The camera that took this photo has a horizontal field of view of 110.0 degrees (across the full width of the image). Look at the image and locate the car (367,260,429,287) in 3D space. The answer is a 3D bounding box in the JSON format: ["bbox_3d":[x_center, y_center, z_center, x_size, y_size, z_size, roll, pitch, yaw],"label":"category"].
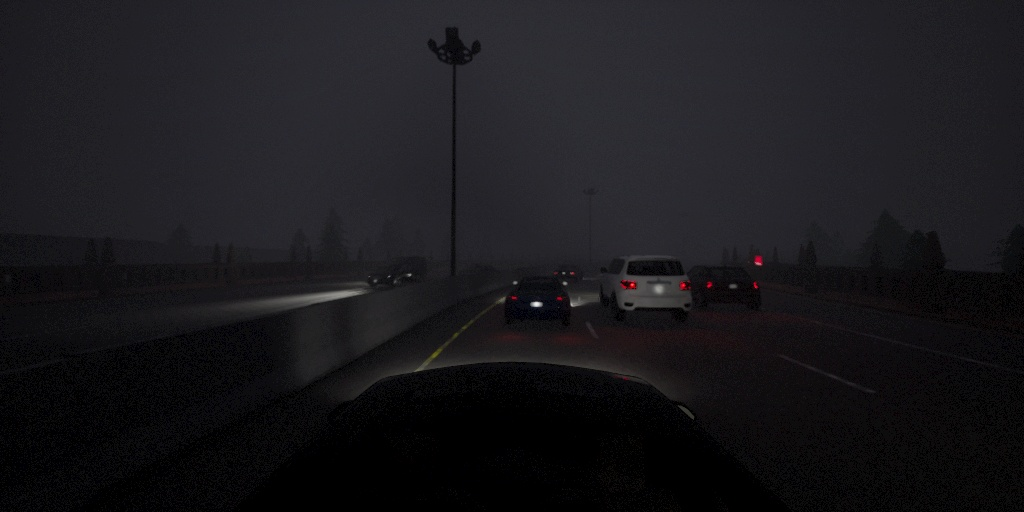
[{"bbox_3d":[-7.745,1.263,24.217,2.128,1.511,4.902,0,0,14],"label":"car"}]

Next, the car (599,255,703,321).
[{"bbox_3d":[4.479,0.997,12.764,2.150,2.045,5.566,0,0,7],"label":"car"}]

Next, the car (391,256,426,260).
[{"bbox_3d":[-9.456,1.011,31.449,2.150,2.045,5.566,0,0,18],"label":"car"}]

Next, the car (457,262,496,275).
[{"bbox_3d":[-2.773,1.282,29.260,2.128,1.511,4.902,0,0,17],"label":"car"}]

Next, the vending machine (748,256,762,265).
[{"bbox_3d":[20.920,0.988,30.808,1.100,2.100,0.880,0,0,23],"label":"vending machine"}]

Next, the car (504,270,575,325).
[{"bbox_3d":[0.926,1.330,12.049,1.994,1.385,4.181,0,0,7],"label":"car"}]

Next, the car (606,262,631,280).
[{"bbox_3d":[10.057,1.309,33.681,1.837,1.490,4.892,0,0,21],"label":"car"}]

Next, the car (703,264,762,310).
[{"bbox_3d":[8.468,1.137,15.262,2.097,1.767,4.553,0,0,9],"label":"car"}]

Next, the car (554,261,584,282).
[{"bbox_3d":[4.688,1.344,29.317,2.033,1.411,5.357,0,0,18],"label":"car"}]
